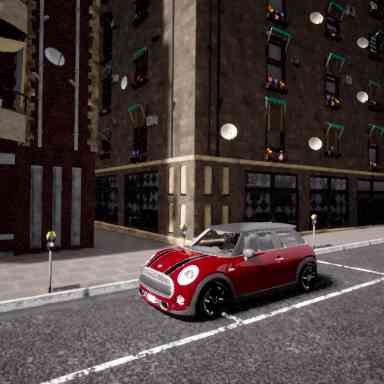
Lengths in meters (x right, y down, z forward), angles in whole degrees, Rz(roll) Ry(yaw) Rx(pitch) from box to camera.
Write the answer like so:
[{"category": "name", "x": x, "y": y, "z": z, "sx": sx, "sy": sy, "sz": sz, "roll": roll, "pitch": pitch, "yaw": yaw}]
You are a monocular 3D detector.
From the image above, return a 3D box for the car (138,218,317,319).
[{"category": "car", "x": 0.875, "y": 1.442, "z": 7.314, "sx": 4.097, "sy": 1.590, "sz": 1.967, "roll": 0, "pitch": 1, "yaw": -35}]
